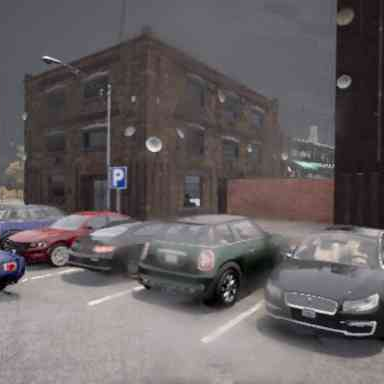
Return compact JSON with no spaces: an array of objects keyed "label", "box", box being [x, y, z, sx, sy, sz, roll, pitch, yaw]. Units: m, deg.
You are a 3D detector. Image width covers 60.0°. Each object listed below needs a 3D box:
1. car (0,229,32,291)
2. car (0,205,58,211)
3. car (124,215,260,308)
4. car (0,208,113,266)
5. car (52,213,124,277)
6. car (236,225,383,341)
[{"label":"car","box":[-5.912,1.557,7.598,4.718,1.301,1.895,0,0,35]},{"label":"car","box":[-5.915,1.294,13.141,2.185,1.767,4.553,1,0,36]},{"label":"car","box":[0.821,1.340,8.333,2.185,1.767,4.553,0,0,36]},{"label":"car","box":[-3.646,1.438,11.567,2.097,1.535,5.008,1,0,36]},{"label":"car","box":[-1.408,1.492,9.959,2.002,1.452,4.674,0,0,36]},{"label":"car","box":[3.090,1.478,6.759,2.231,1.521,4.892,0,0,36]}]
